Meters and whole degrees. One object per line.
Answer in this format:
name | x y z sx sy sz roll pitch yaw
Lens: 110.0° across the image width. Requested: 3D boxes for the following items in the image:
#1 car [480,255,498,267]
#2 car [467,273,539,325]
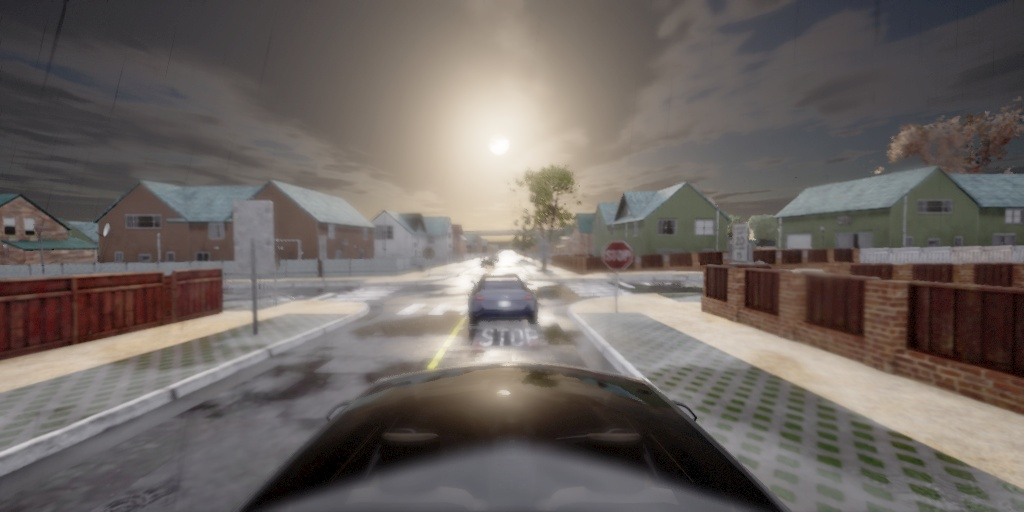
car | -3.191 0.844 48.090 1.895 1.301 4.718 0 1 0
car | -0.392 1.210 11.409 1.994 1.385 4.181 0 1 -6
